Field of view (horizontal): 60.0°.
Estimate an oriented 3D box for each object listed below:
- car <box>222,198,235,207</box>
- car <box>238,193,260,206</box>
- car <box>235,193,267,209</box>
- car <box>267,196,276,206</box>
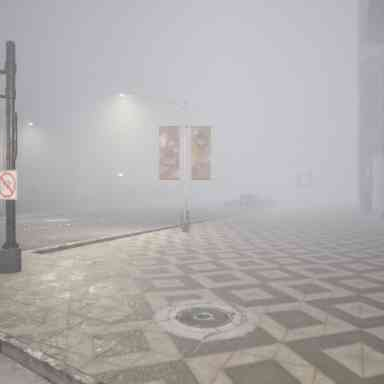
[{"bbox_3d":[6.106,1.571,49.063,1.895,1.301,4.718,0,0,27],"label":"car"},{"bbox_3d":[9.762,1.183,56.630,2.150,2.045,5.566,0,0,26],"label":"car"},{"bbox_3d":[8.159,1.189,45.846,2.150,2.045,5.566,0,0,26],"label":"car"},{"bbox_3d":[12.671,1.449,55.178,2.128,1.511,4.902,0,0,26],"label":"car"}]
